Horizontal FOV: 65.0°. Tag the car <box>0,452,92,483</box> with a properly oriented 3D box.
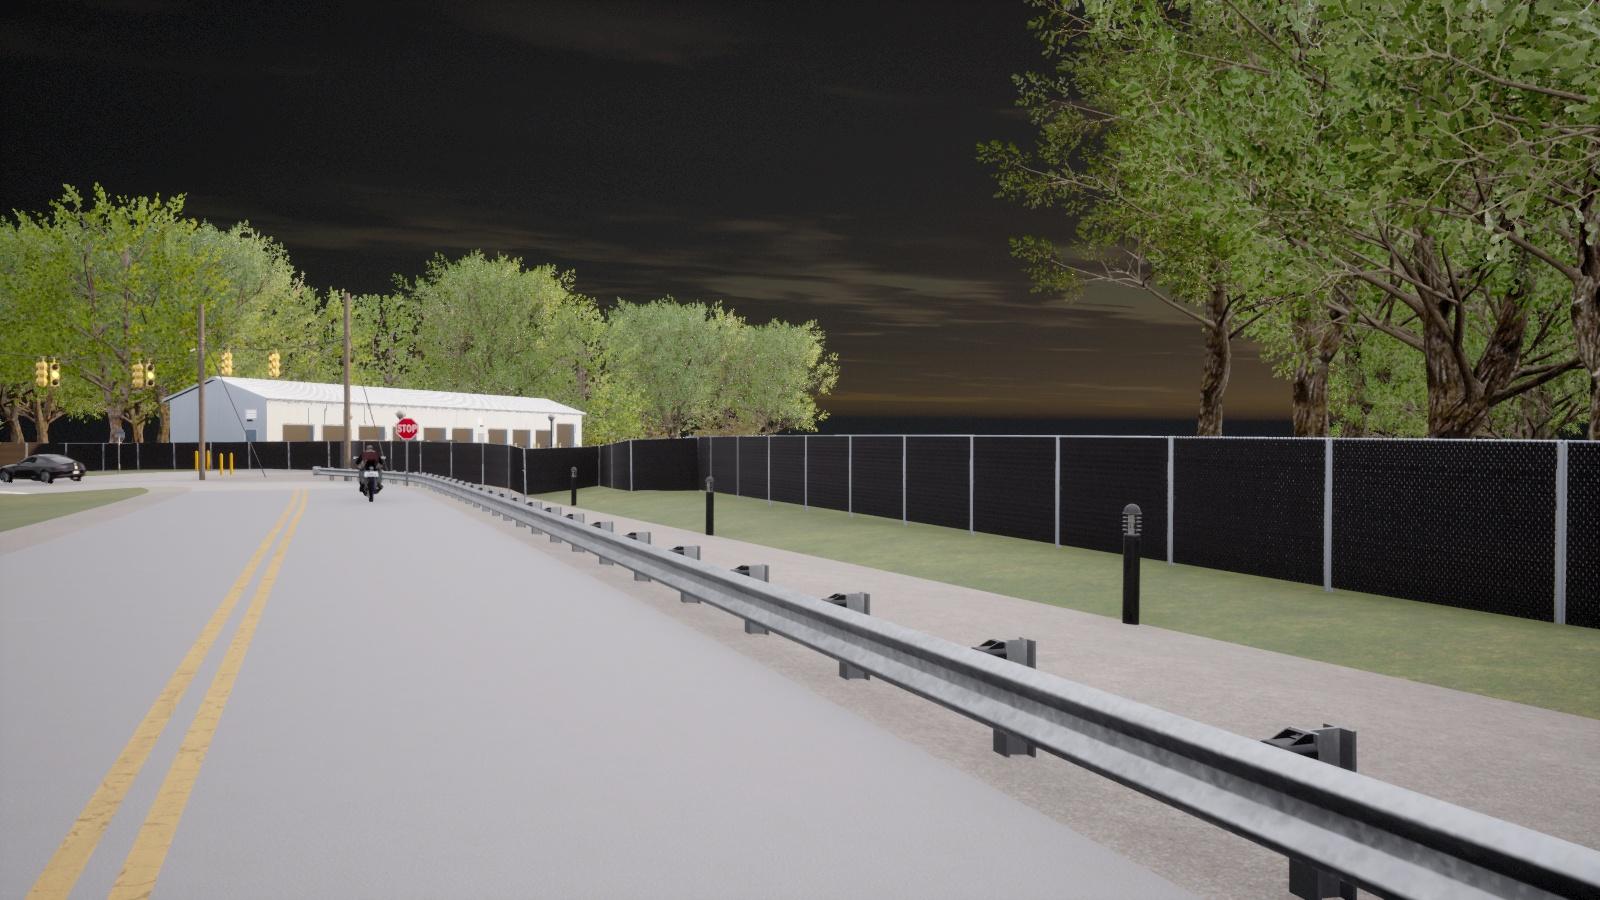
[{"bbox_3d":[-38.697,0.886,64.126,4.674,1.442,1.812,0,3,21],"label":"car"}]

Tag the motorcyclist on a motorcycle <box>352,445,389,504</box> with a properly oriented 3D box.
[{"bbox_3d":[-11.653,0.633,34.031,0.866,1.530,2.191,0,0,-21],"label":"motorcyclist on a motorcycle"}]
